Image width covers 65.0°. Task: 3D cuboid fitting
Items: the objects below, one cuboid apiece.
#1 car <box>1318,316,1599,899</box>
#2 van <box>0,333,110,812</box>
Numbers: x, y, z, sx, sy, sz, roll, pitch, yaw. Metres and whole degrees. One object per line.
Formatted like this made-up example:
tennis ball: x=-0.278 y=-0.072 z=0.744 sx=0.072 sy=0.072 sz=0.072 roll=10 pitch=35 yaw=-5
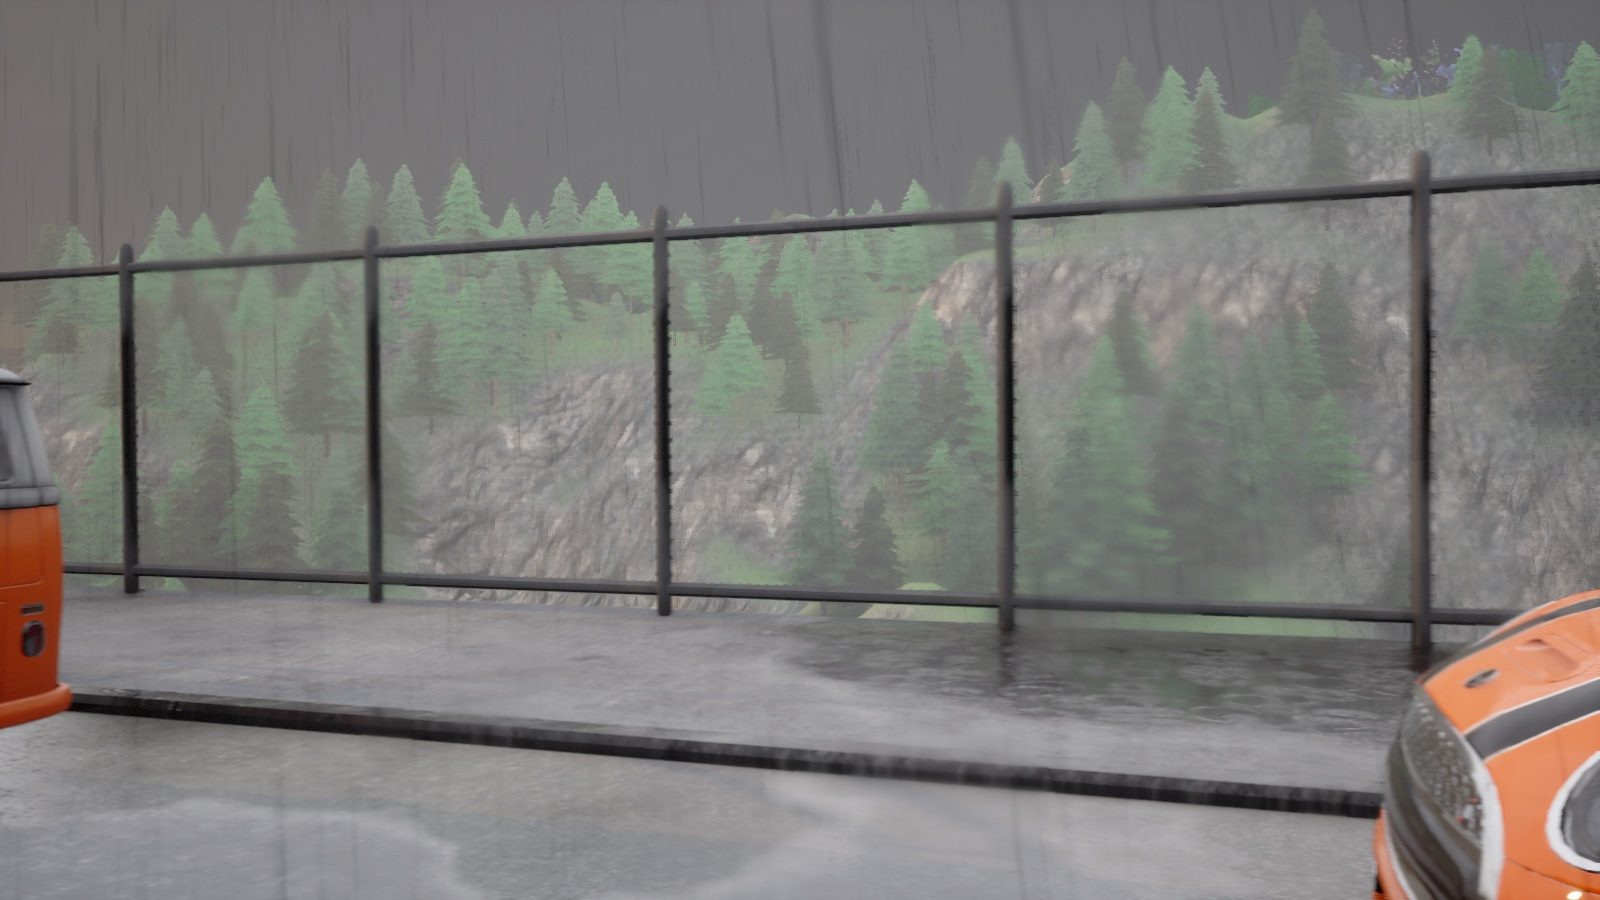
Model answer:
car: x=3.574 y=0.649 z=2.516 sx=4.553 sy=1.767 sz=2.097 roll=0 pitch=1 yaw=19
van: x=-5.534 y=0.506 z=5.578 sx=4.442 sy=1.987 sz=1.775 roll=0 pitch=1 yaw=19
